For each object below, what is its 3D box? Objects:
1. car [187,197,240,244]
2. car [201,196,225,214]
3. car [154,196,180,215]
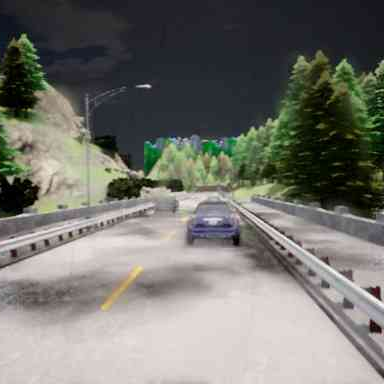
[{"bbox_3d":[0.945,1.160,14.850,2.097,1.767,4.553,-1,1,4],"label":"car"},{"bbox_3d":[2.014,1.138,31.863,2.033,1.411,5.357,-1,1,4],"label":"car"},{"bbox_3d":[-2.196,1.182,29.964,1.837,1.490,4.892,-1,0,4],"label":"car"}]
